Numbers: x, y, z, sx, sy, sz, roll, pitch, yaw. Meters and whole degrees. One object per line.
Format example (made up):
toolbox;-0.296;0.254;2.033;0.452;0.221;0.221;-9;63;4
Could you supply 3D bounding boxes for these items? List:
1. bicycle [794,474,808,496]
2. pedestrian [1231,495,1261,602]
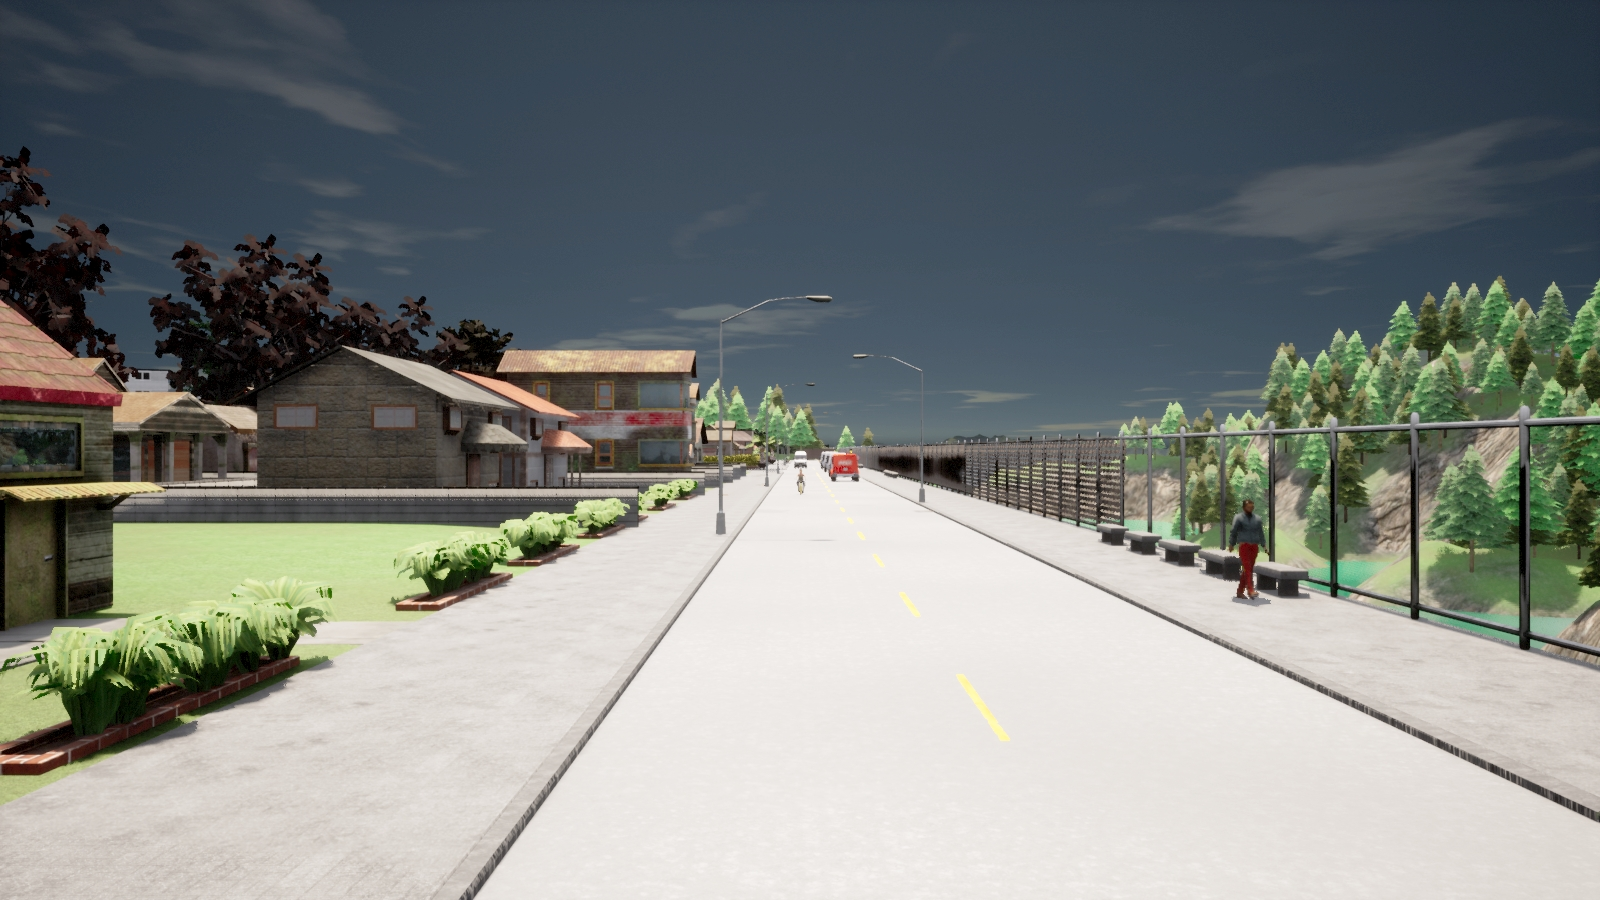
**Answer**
bicycle;0.055;2.158;70.952;0.859;1.276;1.487;0;0;0
pedestrian;7.907;1.743;20.254;0.375;1.860;0.375;0;0;0
